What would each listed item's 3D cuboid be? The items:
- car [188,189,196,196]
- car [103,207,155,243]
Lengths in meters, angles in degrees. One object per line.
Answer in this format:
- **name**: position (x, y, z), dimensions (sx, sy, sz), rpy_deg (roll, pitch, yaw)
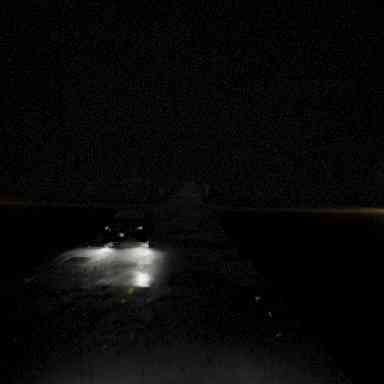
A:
- **car**: position (0.018, 0.105, 87.232), dimensions (2.097, 1.767, 4.553), rpy_deg (0, 2, 0)
- **car**: position (-2.839, 1.461, 15.783), dimensions (1.812, 1.442, 4.674), rpy_deg (0, 0, 0)
